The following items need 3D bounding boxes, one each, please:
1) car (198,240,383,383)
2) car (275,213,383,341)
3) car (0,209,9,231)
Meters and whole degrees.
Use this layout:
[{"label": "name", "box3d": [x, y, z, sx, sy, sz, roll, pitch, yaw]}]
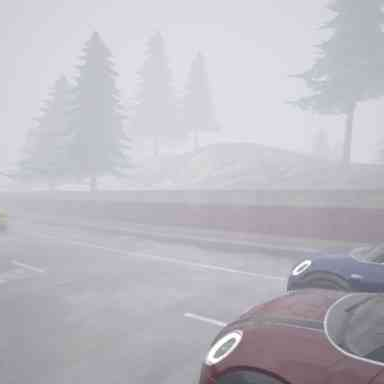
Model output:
[{"label": "car", "box3d": [2.260, 1.362, 2.476, 4.553, 1.767, 2.097, 0, 0, 35]}, {"label": "car", "box3d": [3.964, 1.371, 5.571, 4.553, 1.767, 2.097, 0, 0, 35]}, {"label": "car", "box3d": [-12.467, 1.498, 19.624, 5.008, 1.535, 1.882, 0, 0, 45]}]
